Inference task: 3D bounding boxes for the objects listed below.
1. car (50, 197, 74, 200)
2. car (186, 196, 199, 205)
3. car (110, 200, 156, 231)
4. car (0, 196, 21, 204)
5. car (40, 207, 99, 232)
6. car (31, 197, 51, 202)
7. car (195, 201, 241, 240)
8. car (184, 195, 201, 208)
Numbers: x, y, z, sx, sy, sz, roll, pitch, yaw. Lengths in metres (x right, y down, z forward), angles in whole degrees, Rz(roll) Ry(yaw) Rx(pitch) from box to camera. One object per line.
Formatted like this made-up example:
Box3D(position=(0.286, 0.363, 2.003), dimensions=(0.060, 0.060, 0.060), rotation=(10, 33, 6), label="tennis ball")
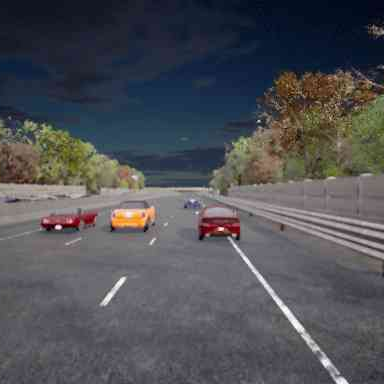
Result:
Box3D(position=(-17.553, 1.422, 46.545), dimensions=(1.895, 1.301, 4.718), rotation=(0, 0, 0), label="car")
Box3D(position=(0.025, 1.340, 55.302), dimensions=(2.033, 1.411, 5.357), rotation=(0, 0, 0), label="car")
Box3D(position=(-3.391, 1.268, 19.959), dimensions=(2.097, 1.767, 4.553), rotation=(0, 0, 0), label="car")
Box3D(position=(-24.556, 1.323, 44.023), dimensions=(2.128, 1.511, 4.902), rotation=(0, 0, 0), label="car")
Box3D(position=(-6.888, 1.519, 19.372), dimensions=(1.895, 1.301, 4.718), rotation=(0, 0, 0), label="car")
Box3D(position=(-21.045, 1.366, 47.286), dimensions=(2.033, 1.411, 5.357), rotation=(0, 0, 0), label="car")
Box3D(position=(1.233, 1.407, 16.557), dimensions=(1.882, 1.535, 5.008), rotation=(0, 0, 0), label="car")
Box3D(position=(0.088, 1.183, 43.679), dimensions=(2.097, 1.767, 4.553), rotation=(0, 0, 0), label="car")
